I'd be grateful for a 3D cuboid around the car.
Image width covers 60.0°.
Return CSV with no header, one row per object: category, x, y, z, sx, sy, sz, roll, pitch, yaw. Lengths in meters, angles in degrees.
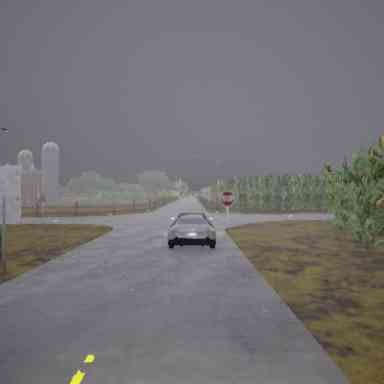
car,0.000,1.589,14.651,1.994,1.385,4.181,0,0,0
